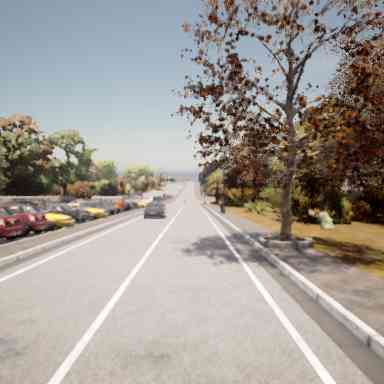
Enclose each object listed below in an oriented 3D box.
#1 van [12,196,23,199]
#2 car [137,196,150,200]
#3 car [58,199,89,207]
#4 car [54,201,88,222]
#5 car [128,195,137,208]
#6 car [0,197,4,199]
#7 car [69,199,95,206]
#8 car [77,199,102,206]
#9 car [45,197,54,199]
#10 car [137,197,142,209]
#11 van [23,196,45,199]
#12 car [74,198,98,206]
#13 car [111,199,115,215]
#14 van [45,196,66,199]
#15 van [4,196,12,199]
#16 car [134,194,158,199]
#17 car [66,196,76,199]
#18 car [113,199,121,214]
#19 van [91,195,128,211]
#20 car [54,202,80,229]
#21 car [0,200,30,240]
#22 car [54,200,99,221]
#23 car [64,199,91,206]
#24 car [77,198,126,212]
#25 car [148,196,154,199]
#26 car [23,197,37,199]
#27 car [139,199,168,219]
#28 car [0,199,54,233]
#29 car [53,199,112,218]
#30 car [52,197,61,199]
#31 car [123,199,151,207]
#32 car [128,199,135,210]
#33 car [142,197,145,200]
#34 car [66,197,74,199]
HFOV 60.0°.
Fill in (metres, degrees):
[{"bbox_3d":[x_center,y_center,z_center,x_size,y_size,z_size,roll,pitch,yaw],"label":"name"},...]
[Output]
[{"bbox_3d":[-23.482,1.526,40.178,4.442,1.987,1.878,0,-1,0],"label":"van"},{"bbox_3d":[-10.090,1.912,53.842,5.366,1.575,1.946,0,-1,0],"label":"car"},{"bbox_3d":[-23.161,2.108,65.094,5.366,1.575,1.946,0,-1,0],"label":"car"},{"bbox_3d":[-10.292,1.603,23.437,4.892,1.521,2.231,0,-1,0],"label":"car"},{"bbox_3d":[-10.313,1.680,45.645,4.553,1.767,2.185,0,-1,0],"label":"car"},{"bbox_3d":[-23.341,1.451,34.639,5.566,2.045,2.435,0,-1,0],"label":"car"},{"bbox_3d":[-23.313,2.239,70.633,4.792,1.488,2.163,0,-1,0],"label":"car"},{"bbox_3d":[-23.334,2.305,76.050,5.008,1.535,2.097,0,-1,0],"label":"car"},{"bbox_3d":[-23.388,1.866,48.483,4.792,1.488,2.163,0,-1,0],"label":"car"},{"bbox_3d":[-10.274,1.838,48.423,4.892,1.521,2.231,0,-1,0],"label":"car"},{"bbox_3d":[-23.253,1.579,45.734,4.442,1.987,1.878,0,-1,0],"label":"van"},{"bbox_3d":[-23.372,2.131,73.281,4.553,1.767,2.185,0,-1,0],"label":"car"},{"bbox_3d":[-10.263,1.707,31.765,4.792,1.488,2.163,0,-1,0],"label":"car"},{"bbox_3d":[-23.472,1.689,53.897,4.442,1.987,1.878,0,-1,0],"label":"van"},{"bbox_3d":[-23.251,1.501,37.408,4.442,1.987,1.878,0,-1,0],"label":"van"},{"bbox_3d":[-10.294,1.910,67.846,5.566,2.045,2.435,0,-1,0],"label":"car"},{"bbox_3d":[-23.380,1.762,59.560,5.566,2.045,2.435,0,-1,0],"label":"car"},{"bbox_3d":[-10.261,1.732,34.541,4.792,1.488,2.163,0,-1,0],"label":"car"},{"bbox_3d":[-10.402,1.527,40.096,4.442,1.987,1.878,0,-1,0],"label":"van"},{"bbox_3d":[-10.115,1.574,20.661,5.366,1.575,1.946,0,-1,0],"label":"car"},{"bbox_3d":[-10.273,1.401,15.110,4.553,1.767,2.185,0,-1,0],"label":"car"},{"bbox_3d":[-10.302,1.628,26.213,4.892,1.521,2.231,0,-1,0],"label":"car"},{"bbox_3d":[-23.342,2.200,67.863,4.674,1.452,2.002,0,-1,0],"label":"car"},{"bbox_3d":[-10.259,1.757,37.317,4.792,1.488,2.163,0,-1,0],"label":"car"},{"bbox_3d":[-10.086,2.010,59.515,5.366,1.575,1.946,0,-1,0],"label":"car"},{"bbox_3d":[-23.369,1.777,42.946,5.008,1.535,2.097,0,-1,0],"label":"car"},{"bbox_3d":[-3.372,1.675,30.965,1.837,1.490,4.892,0,-1,0],"label":"car"},{"bbox_3d":[-10.271,1.426,17.886,4.553,1.767,2.185,0,-1,0],"label":"car"},{"bbox_3d":[-10.108,1.649,28.989,5.366,1.575,1.946,0,-1,0],"label":"car"},{"bbox_3d":[-23.386,1.901,51.122,4.792,1.488,2.163,0,-1,0],"label":"car"},{"bbox_3d":[-10.276,2.064,62.290,4.892,1.521,2.231,0,-1,0],"label":"car"},{"bbox_3d":[-10.313,1.807,42.870,4.792,1.488,2.163,0,-1,0],"label":"car"},{"bbox_3d":[-10.463,1.871,51.190,5.366,1.575,1.946,0,-1,0],"label":"car"},{"bbox_3d":[-23.325,1.993,56.786,4.792,1.488,2.163,0,-1,0],"label":"car"}]
